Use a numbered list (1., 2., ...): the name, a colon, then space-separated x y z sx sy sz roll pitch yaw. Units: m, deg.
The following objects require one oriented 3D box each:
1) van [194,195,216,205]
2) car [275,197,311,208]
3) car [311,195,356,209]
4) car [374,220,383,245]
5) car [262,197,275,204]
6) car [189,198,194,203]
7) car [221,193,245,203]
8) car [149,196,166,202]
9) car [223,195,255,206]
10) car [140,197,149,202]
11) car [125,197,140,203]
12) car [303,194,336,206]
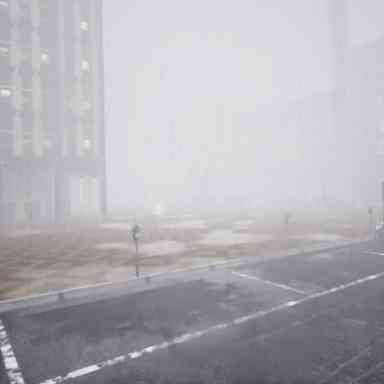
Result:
1. van: 2.627 1.503 58.949 1.690 1.788 3.998 -3 1 -36
2. car: 13.607 1.437 43.574 2.008 1.369 4.403 -3 1 -36
3. car: 16.867 1.355 39.059 2.008 1.369 4.403 -3 1 -36
4. car: 8.772 1.225 12.802 4.097 1.590 1.967 -1 0 -35
5. car: 14.050 1.441 57.634 1.802 1.307 4.206 -3 1 -36
6. car: 0.949 1.772 75.650 1.802 1.307 4.206 -3 1 -36
7. car: 7.999 1.241 56.033 2.150 2.045 5.566 -2 0 -35
8. car: -8.834 1.878 89.196 1.967 1.590 4.097 -3 1 -36
9. car: 7.540 1.583 52.058 1.887 1.381 4.507 -3 1 -36
10. car: -12.089 2.087 93.713 1.947 1.339 4.313 -3 1 -36
11. car: -15.623 2.175 84.293 2.008 1.369 4.403 -3 1 -36
12. car: 19.296 1.167 50.443 1.967 1.590 4.097 -3 1 -36
